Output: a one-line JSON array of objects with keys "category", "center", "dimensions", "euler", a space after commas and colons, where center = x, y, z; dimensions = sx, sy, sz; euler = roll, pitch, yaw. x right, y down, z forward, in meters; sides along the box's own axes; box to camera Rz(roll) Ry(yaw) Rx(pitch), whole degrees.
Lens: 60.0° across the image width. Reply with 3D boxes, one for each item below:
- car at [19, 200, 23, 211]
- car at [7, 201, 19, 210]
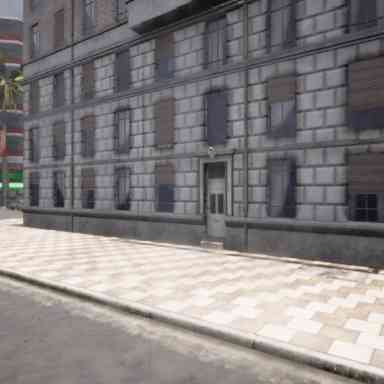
[{"category": "car", "center": [-17.706, 1.526, 40.091], "dimensions": [1.812, 1.442, 4.674], "euler": [0, 0, 36]}, {"category": "car", "center": [-20.802, 1.564, 41.775], "dimensions": [1.994, 1.385, 4.181], "euler": [0, 0, 36]}]
